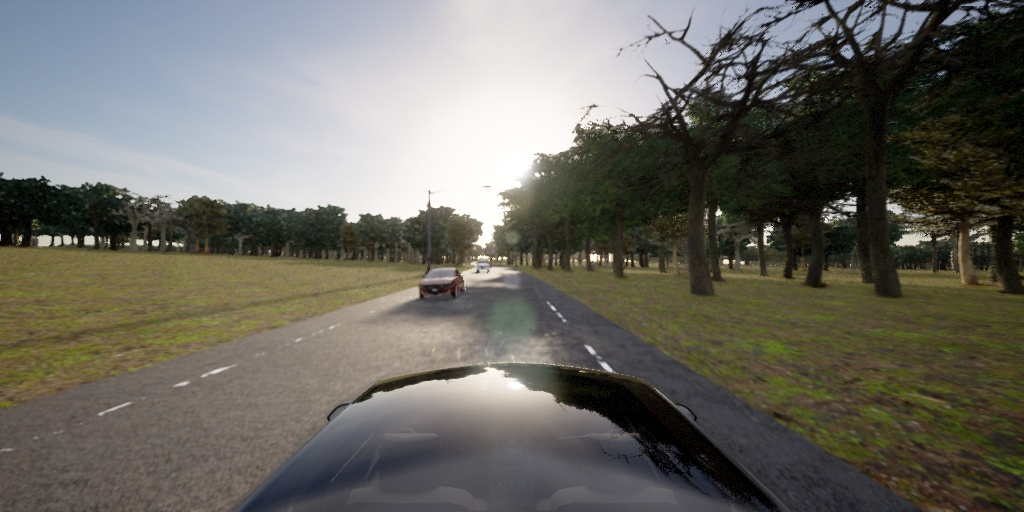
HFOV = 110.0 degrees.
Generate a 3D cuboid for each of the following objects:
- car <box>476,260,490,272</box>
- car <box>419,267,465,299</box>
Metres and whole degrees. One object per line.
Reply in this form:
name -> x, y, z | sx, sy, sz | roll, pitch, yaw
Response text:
car -> -4.808, 1.676, 60.036 | 2.150, 2.045, 5.566 | 0, -1, -2
car -> -3.763, 1.391, 19.779 | 1.882, 1.535, 5.008 | -3, -1, -1
